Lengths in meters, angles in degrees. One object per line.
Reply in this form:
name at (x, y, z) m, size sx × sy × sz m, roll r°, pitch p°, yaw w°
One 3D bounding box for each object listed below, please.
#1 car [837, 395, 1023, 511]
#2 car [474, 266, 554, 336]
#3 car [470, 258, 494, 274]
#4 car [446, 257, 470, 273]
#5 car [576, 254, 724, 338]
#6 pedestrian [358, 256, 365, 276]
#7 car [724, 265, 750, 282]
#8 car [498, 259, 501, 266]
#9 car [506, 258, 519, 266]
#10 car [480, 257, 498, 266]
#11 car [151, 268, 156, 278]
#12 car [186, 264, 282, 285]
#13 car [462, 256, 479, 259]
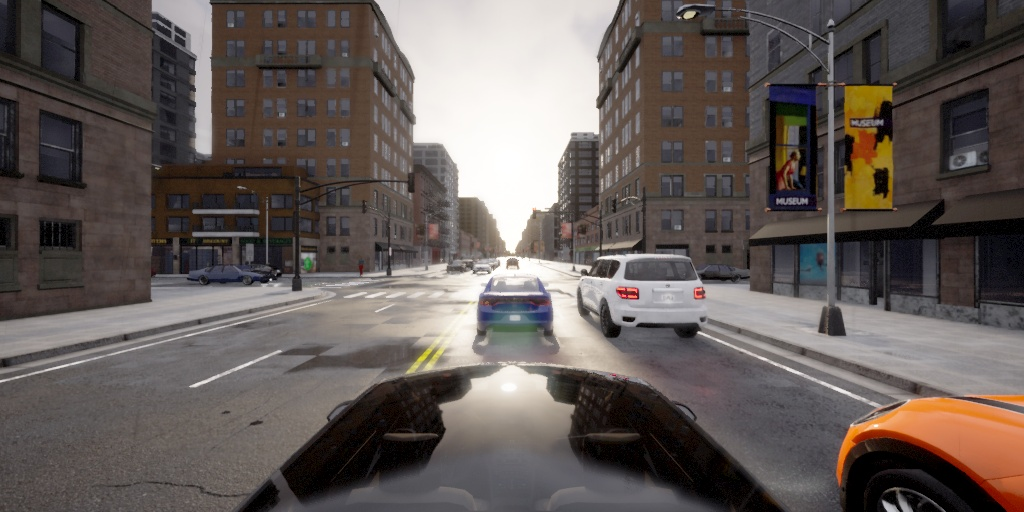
car at (3.344, 1.102, 0.618) m, size 2.097 × 1.767 × 4.553 m, roll 0°, pitch 0°, yaw 0°
car at (0.083, 1.227, 10.467) m, size 1.882 × 1.535 × 5.008 m, roll 0°, pitch 0°, yaw 0°
car at (-3.340, 1.269, 40.718) m, size 1.812 × 1.442 × 4.674 m, roll 0°, pitch 0°, yaw 0°
car at (-6.584, 1.221, 42.793) m, size 1.882 × 1.535 × 5.008 m, roll 0°, pitch 0°, yaw 0°
car at (3.334, 0.971, 10.328) m, size 2.150 × 2.045 × 5.566 m, roll 0°, pitch 0°, yaw 0°
pedestrian at (-14.134, 0.915, 33.590) m, size 0.375 × 1.860 × 0.375 m, roll 0°, pitch 0°, yaw 0°
car at (15.848, 1.334, 28.364) m, size 5.357 × 1.411 × 2.033 m, roll 0°, pitch 0°, yaw 0°
car at (-3.314, 1.261, 60.429) m, size 1.812 × 1.442 × 4.674 m, roll 0°, pitch 0°, yaw 1°
car at (0.117, 1.087, 62.085) m, size 2.097 × 1.767 × 4.553 m, roll 0°, pitch 0°, yaw 0°
car at (-3.333, 1.266, 50.266) m, size 1.812 × 1.442 × 4.674 m, roll 0°, pitch 0°, yaw 0°
car at (-33.140, 1.339, 30.816) m, size 4.207 × 1.307 × 1.802 m, roll 0°, pitch 0°, yaw 0°
car at (-19.642, 1.288, 25.257) m, size 5.357 × 1.411 × 2.033 m, roll 0°, pitch 0°, yaw 0°
car at (-6.582, 0.960, 53.132) m, size 2.150 × 2.045 × 5.566 m, roll 0°, pitch 0°, yaw 0°
